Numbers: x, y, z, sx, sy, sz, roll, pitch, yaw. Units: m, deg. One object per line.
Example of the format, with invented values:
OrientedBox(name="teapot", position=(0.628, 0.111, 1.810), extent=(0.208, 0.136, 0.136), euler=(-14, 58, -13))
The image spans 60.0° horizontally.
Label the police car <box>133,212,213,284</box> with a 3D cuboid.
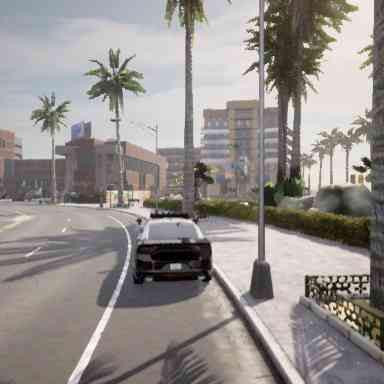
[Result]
OrientedBox(name="police car", position=(-0.678, 1.414, 9.770), extent=(1.930, 1.638, 5.238), euler=(0, 0, -7))
